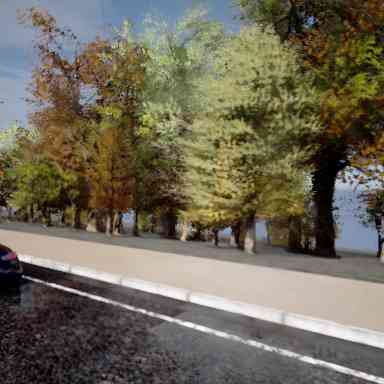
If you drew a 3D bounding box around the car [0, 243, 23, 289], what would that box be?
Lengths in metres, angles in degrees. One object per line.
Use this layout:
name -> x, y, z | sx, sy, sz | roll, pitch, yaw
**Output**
car -> -5.878, 1.525, 7.870 | 4.181, 1.385, 1.994 | 0, 0, 35
